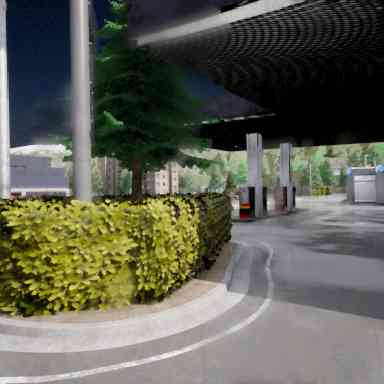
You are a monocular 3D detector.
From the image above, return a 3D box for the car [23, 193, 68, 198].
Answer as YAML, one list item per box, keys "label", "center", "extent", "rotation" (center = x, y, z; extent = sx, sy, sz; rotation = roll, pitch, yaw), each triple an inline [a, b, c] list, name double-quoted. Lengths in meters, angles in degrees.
- label: "car"
  center: [-14.795, 1.183, 33.599]
  extent: [3.866, 1.878, 1.905]
  rotation: [-1, 1, 35]

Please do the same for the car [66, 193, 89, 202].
- label: "car"
  center: [-22.926, 1.103, 66.494]
  extent: [4.605, 1.855, 1.932]
  rotation: [-1, 1, 35]

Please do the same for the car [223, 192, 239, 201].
- label: "car"
  center: [7.405, 0.851, 63.928]
  extent: [5.027, 1.636, 2.152]
  rotation: [-1, 1, 35]

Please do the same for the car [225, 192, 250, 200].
- label: "car"
  center: [9.177, 0.812, 66.517]
  extent: [4.514, 1.523, 2.007]
  rotation: [-1, 1, 35]

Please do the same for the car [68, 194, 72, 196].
- label: "car"
  center: [-24.271, 1.124, 63.885]
  extent: [3.866, 1.878, 1.905]
  rotation: [-1, 1, 35]
